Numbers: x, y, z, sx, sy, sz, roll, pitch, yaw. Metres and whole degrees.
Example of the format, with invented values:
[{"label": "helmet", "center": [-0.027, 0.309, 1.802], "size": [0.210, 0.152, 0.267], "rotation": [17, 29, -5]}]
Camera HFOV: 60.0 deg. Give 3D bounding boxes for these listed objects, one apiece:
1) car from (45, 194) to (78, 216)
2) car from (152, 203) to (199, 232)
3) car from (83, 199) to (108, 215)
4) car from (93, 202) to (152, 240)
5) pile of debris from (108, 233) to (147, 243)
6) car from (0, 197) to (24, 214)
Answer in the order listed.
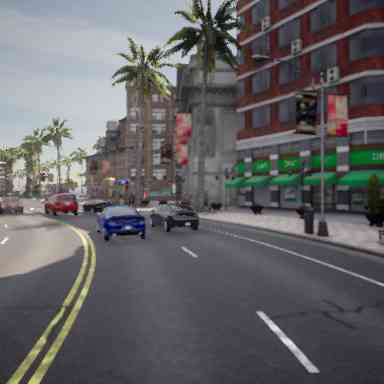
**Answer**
[{"label": "car", "center": [-12.710, 1.209, 32.273], "size": [2.150, 2.045, 5.566], "rotation": [0, 0, -34]}, {"label": "car", "center": [-1.193, 1.453, 19.779], "size": [1.837, 1.490, 4.892], "rotation": [0, 0, -24]}, {"label": "car", "center": [-9.704, 1.441, 34.029], "size": [1.882, 1.535, 5.008], "rotation": [0, 0, -34]}, {"label": "car", "center": [-3.718, 1.450, 16.972], "size": [1.882, 1.535, 5.008], "rotation": [0, -1, -21]}, {"label": "pile of debris", "center": [-3.063, 2.149, 15.658], "size": [1.500, 0.140, 1.860], "rotation": [0, 0, -21]}, {"label": "car", "center": [-19.514, 1.374, 35.872], "size": [2.097, 1.767, 4.553], "rotation": [0, 0, -34]}]
